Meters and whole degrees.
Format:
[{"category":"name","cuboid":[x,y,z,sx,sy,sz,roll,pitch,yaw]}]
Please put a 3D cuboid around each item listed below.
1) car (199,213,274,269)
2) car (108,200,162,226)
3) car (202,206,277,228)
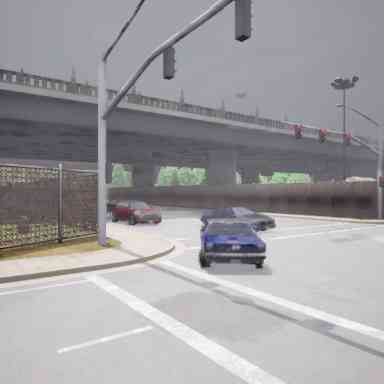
[{"category":"car","cuboid":[1.267,1.625,11.444,1.895,1.301,4.718,0,0,1]},{"category":"car","cuboid":[-4.046,1.408,24.071,2.097,1.767,4.553,0,0,-36]},{"category":"car","cuboid":[2.660,1.603,20.704,2.033,1.411,5.357,0,0,-36]}]
